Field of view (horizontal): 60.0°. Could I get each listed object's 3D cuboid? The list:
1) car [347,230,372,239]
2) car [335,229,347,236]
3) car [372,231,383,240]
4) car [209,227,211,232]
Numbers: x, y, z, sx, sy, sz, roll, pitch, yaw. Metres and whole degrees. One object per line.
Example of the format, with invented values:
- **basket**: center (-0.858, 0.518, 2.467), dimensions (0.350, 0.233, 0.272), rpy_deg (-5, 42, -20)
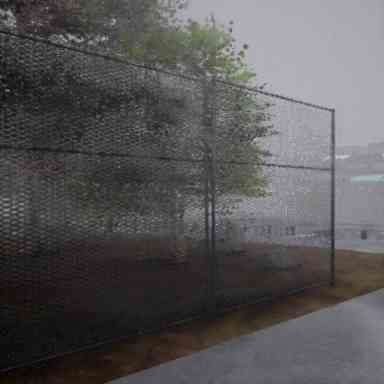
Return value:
- **car**: center (20.543, 4.666, 39.925), dimensions (2.163, 1.488, 4.792), rpy_deg (0, 0, 36)
- **car**: center (18.887, 4.637, 42.365), dimensions (2.231, 1.521, 4.892), rpy_deg (1, 0, 36)
- **car**: center (22.167, 4.637, 37.443), dimensions (2.097, 1.535, 5.008), rpy_deg (1, 0, 37)
- **car**: center (2.477, 4.635, 36.371), dimensions (2.185, 1.767, 4.553), rpy_deg (-1, 1, 36)
